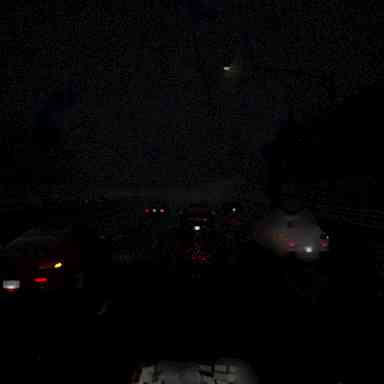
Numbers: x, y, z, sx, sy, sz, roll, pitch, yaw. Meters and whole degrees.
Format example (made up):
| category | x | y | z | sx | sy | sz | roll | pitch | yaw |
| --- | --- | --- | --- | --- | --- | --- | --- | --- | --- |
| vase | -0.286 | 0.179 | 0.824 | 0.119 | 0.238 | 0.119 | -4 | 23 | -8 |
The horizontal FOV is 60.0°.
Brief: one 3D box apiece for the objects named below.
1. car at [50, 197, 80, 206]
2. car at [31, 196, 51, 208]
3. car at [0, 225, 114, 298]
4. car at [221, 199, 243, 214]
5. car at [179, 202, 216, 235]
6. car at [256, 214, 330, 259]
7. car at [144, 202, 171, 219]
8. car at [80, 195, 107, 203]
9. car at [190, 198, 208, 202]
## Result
| category | x | y | z | sx | sy | sz | roll | pitch | yaw |
| --- | --- | --- | --- | --- | --- | --- | --- | --- | --- |
| car | -16.662 | 1.482 | 44.637 | 1.895 | 1.301 | 4.718 | 0 | 0 | 2 |
| car | -20.129 | 1.364 | 45.388 | 2.128 | 1.511 | 4.902 | 0 | 1 | 2 |
| car | -3.344 | 1.566 | 8.520 | 1.812 | 1.442 | 4.674 | 0 | 0 | 0 |
| car | 4.199 | 1.477 | 35.027 | 1.837 | 1.490 | 4.892 | 0 | 0 | 2 |
| car | 0.301 | 1.554 | 19.137 | 1.837 | 1.490 | 4.892 | 0 | 0 | 1 |
| car | 3.704 | 1.578 | 12.763 | 1.812 | 1.442 | 4.674 | 0 | 0 | 1 |
| car | -2.972 | 1.557 | 29.366 | 2.033 | 1.411 | 5.357 | 0 | 0 | 2 |
| car | -13.114 | 1.227 | 45.565 | 2.097 | 1.767 | 4.553 | 0 | 1 | 3 |
| car | 0.742 | 1.435 | 36.482 | 1.882 | 1.535 | 5.008 | 0 | 1 | 2 |
